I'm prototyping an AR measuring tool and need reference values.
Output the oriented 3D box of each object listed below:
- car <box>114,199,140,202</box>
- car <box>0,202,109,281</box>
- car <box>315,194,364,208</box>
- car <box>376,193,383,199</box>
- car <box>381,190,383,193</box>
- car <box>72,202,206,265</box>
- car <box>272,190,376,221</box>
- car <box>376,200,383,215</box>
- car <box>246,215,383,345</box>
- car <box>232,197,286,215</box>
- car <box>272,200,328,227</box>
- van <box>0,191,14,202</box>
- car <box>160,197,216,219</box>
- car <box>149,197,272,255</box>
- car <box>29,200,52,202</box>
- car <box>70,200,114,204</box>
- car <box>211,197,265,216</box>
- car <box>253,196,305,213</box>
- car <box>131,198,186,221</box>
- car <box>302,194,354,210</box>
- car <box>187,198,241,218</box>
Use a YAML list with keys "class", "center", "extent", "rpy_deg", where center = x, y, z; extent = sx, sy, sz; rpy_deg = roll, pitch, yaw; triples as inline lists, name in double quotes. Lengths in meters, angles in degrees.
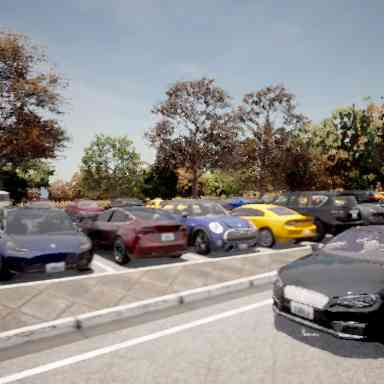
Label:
- class: "car"
  center: [-4.953, 1.276, 24.408]
  extent: [2.163, 1.488, 4.792]
  rpy_deg: [1, 0, -35]
- class: "car"
  center: [-4.209, 1.167, 8.893]
  extent: [2.163, 1.488, 4.792]
  rpy_deg: [1, -1, -35]
- class: "car"
  center: [17.808, 1.056, 40.310]
  extent: [2.097, 1.535, 5.008]
  rpy_deg: [-2, 1, -35]
- class: "car"
  center: [14.056, 1.147, 21.674]
  extent: [2.185, 1.767, 4.553]
  rpy_deg: [-1, 0, -35]
- class: "car"
  center: [24.646, 0.702, 45.126]
  extent: [2.185, 1.767, 4.553]
  rpy_deg: [-2, 1, -35]
- class: "car"
  center: [-1.962, 1.208, 10.537]
  extent: [2.163, 1.488, 4.792]
  rpy_deg: [1, -1, -35]
- class: "car"
  center: [4.888, 1.027, 15.330]
  extent: [2.435, 2.045, 5.566]
  rpy_deg: [0, 0, -35]
- class: "car"
  center: [7.192, 1.294, 16.901]
  extent: [2.231, 1.521, 4.892]
  rpy_deg: [0, 0, -35]
- class: "car"
  center: [3.584, 1.423, 6.243]
  extent: [4.902, 1.511, 2.128]
  rpy_deg: [-1, 0, -36]
- class: "car"
  center: [6.393, 1.267, 32.308]
  extent: [2.097, 1.535, 5.008]
  rpy_deg: [-1, 0, -35]
- class: "car"
  center: [2.617, 1.254, 13.700]
  extent: [2.097, 1.535, 5.008]
  rpy_deg: [0, 0, -35]
- class: "van"
  center: [-11.718, 0.906, 19.484]
  extent: [1.878, 1.987, 4.442]
  rpy_deg: [1, 0, -35]
- class: "car"
  center: [-0.465, 1.283, 27.741]
  extent: [1.946, 1.575, 5.366]
  rpy_deg: [0, 0, -35]
- class: "car"
  center: [0.321, 1.094, 12.137]
  extent: [2.185, 1.767, 4.553]
  rpy_deg: [1, 0, -35]
- class: "car"
  center: [-9.605, 1.209, 21.121]
  extent: [2.002, 1.452, 4.674]
  rpy_deg: [1, -1, -35]
- class: "car"
  center: [-7.324, 1.251, 22.717]
  extent: [2.002, 1.452, 4.674]
  rpy_deg: [1, -1, -35]
- class: "car"
  center: [4.107, 1.283, 30.708]
  extent: [2.097, 1.535, 5.008]
  rpy_deg: [0, 0, -35]
- class: "car"
  center: [8.784, 1.242, 33.980]
  extent: [2.231, 1.521, 4.892]
  rpy_deg: [-1, 0, -35]
- class: "car"
  center: [-2.755, 1.268, 26.138]
  extent: [1.946, 1.575, 5.366]
  rpy_deg: [0, 0, -35]
- class: "car"
  center: [15.633, 1.112, 38.554]
  extent: [1.946, 1.575, 5.366]
  rpy_deg: [-1, 1, -35]
- class: "car"
  center: [1.834, 1.320, 29.088]
  extent: [2.163, 1.488, 4.792]
  rpy_deg: [0, 0, -35]
